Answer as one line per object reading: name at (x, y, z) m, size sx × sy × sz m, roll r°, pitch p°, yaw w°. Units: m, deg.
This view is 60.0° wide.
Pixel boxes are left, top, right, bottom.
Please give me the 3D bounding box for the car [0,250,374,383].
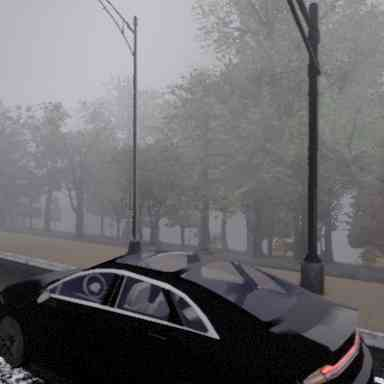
car at (-0.562, 1.492, 4.084) m, size 4.902 × 1.511 × 2.128 m, roll 0°, pitch 0°, yaw 35°
